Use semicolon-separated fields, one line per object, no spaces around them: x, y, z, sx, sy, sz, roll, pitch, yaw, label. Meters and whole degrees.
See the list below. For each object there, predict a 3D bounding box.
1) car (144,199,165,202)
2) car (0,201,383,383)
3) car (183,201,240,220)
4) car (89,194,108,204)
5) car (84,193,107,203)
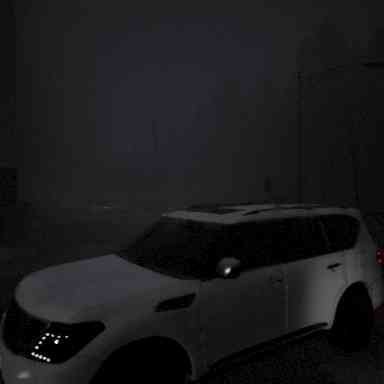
-3.804;1.487;36.866;2.128;1.511;4.902;0;0;-36;car
0.459;1.221;4.719;5.566;2.045;2.150;0;0;-33;car
1.595;1.547;29.322;2.033;1.411;5.357;0;0;-36;car
-18.055;1.352;63.971;2.097;1.767;4.553;0;0;-35;car
-15.751;1.206;53.711;2.150;2.045;5.566;0;0;-36;car
